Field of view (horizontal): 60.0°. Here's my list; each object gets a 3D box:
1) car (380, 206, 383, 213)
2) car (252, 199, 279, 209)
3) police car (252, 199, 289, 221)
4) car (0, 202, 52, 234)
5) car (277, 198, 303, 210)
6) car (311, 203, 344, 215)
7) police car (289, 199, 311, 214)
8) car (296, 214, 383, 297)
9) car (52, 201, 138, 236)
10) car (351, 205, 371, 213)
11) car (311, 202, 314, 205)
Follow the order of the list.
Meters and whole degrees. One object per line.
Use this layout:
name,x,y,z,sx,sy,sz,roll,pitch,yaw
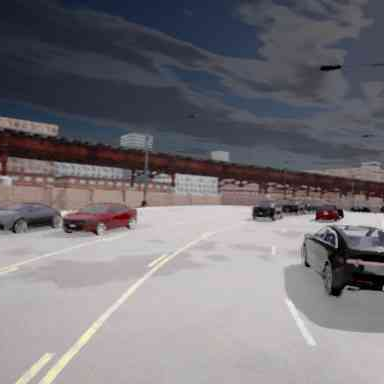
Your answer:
car,38.664,3.443,65.087,4.892,1.490,1.837,5,-2,-37
car,12.117,2.020,54.347,2.033,1.411,5.357,1,-1,40
police car,6.813,1.585,29.496,1.930,1.638,5.238,2,0,27
car,-8.368,1.215,16.553,1.994,1.385,4.181,2,0,16
car,15.712,1.950,53.173,2.097,1.767,4.553,1,-1,41
car,12.882,1.908,31.051,1.994,1.385,4.181,2,0,31
police car,11.614,1.733,37.810,1.930,1.638,5.238,2,0,33
car,4.167,1.615,8.740,2.128,1.511,4.902,2,0,8
car,-4.582,1.265,17.224,1.882,1.535,5.008,2,0,18
car,28.963,2.875,57.034,4.181,1.385,1.994,5,-2,-41
car,14.799,1.930,42.482,1.837,1.490,4.892,2,0,36
